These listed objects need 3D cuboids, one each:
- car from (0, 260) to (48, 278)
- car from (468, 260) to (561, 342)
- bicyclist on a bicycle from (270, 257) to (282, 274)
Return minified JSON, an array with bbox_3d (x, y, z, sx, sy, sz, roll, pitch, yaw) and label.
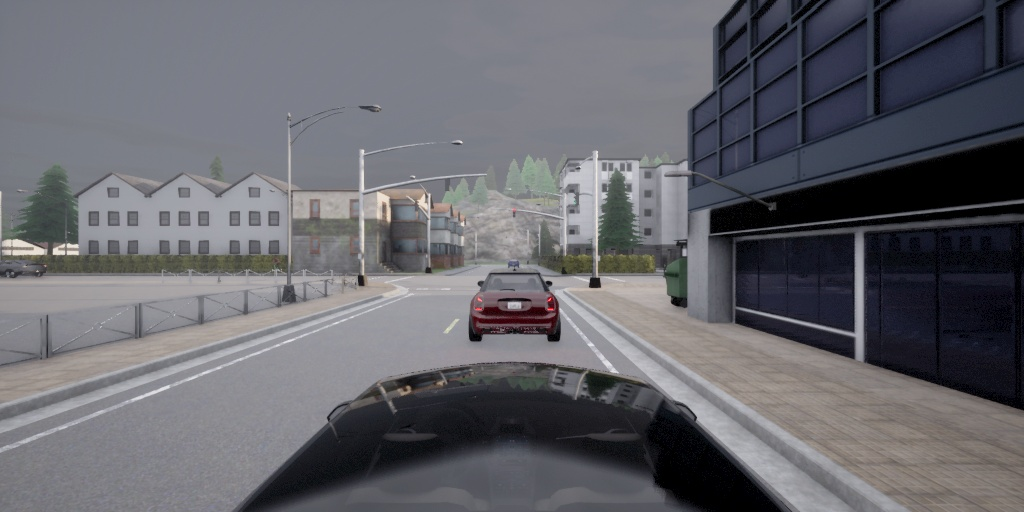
[{"bbox_3d":[-42.115,1.065,30.041,4.902,1.511,2.128,0,0,0],"label":"car"},{"bbox_3d":[0.081,1.102,9.970,2.097,1.767,4.553,0,0,1],"label":"car"},{"bbox_3d":[-22.227,0.874,33.802,0.582,1.620,1.656,0,0,0],"label":"bicyclist on a bicycle"}]
